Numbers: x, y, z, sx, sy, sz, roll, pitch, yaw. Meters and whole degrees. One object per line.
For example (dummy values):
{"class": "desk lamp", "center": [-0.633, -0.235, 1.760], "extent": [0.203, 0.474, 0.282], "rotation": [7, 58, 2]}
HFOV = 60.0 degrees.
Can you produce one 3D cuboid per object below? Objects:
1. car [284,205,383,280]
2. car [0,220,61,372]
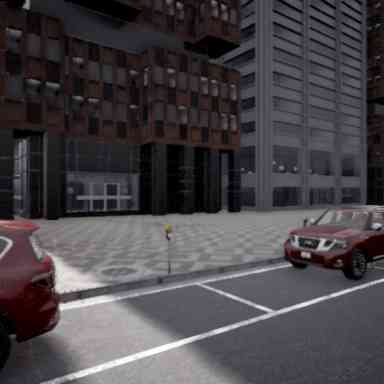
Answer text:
{"class": "car", "center": [5.065, 1.357, 10.266], "extent": [5.009, 1.841, 2.192], "rotation": [0, 0, -36]}
{"class": "car", "center": [-4.119, 1.310, 3.714], "extent": [5.009, 1.841, 2.192], "rotation": [0, 0, -36]}
